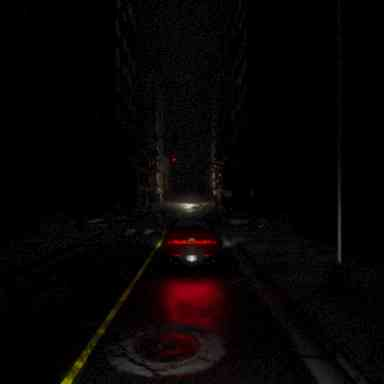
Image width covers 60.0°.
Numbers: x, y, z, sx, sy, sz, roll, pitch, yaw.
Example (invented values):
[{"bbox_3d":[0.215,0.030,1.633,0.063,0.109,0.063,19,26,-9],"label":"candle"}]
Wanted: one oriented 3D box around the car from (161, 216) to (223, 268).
[{"bbox_3d":[0.000,1.610,11.640,1.837,1.490,4.892,0,-1,0],"label":"car"}]
